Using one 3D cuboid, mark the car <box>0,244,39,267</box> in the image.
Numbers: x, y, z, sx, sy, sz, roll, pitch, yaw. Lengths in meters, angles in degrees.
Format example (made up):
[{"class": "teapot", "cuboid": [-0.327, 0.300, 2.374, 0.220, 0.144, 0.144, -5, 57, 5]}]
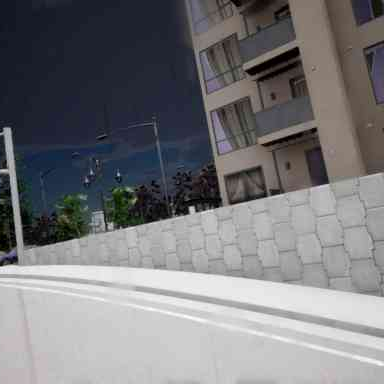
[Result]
[{"class": "car", "cuboid": [-15.555, 5.660, 29.617, 2.097, 1.767, 4.553, -15, -9, 35]}]
